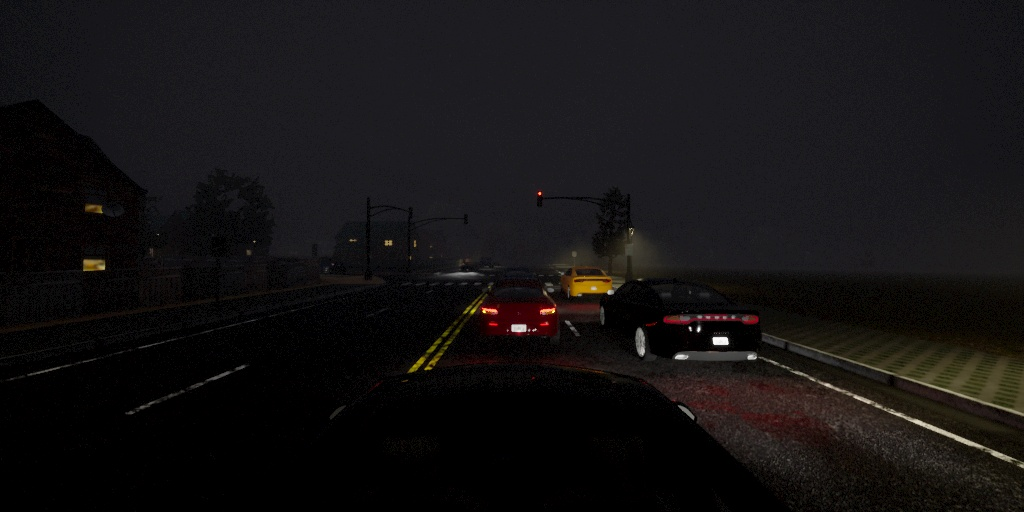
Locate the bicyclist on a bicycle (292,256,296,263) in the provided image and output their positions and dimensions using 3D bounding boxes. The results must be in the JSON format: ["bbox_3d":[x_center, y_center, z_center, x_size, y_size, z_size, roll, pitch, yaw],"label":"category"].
[{"bbox_3d":[-24.252,0.780,39.926,0.582,1.620,1.656,1,-1,15],"label":"bicyclist on a bicycle"}]

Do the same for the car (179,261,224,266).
[{"bbox_3d":[-30.849,0.875,35.666,4.718,1.301,1.895,1,-1,16],"label":"car"}]

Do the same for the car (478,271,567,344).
[{"bbox_3d":[0.162,1.280,9.465,1.812,1.442,4.674,0,0,1],"label":"car"}]

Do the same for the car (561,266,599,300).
[{"bbox_3d":[3.532,1.239,17.759,1.882,1.535,5.008,0,0,1],"label":"car"}]

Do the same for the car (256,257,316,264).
[{"bbox_3d":[-21.062,0.910,32.952,5.008,1.535,1.882,1,-1,16],"label":"car"}]

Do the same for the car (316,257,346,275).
[{"bbox_3d":[-18.821,0.870,35.364,4.553,1.767,2.097,1,-1,15],"label":"car"}]

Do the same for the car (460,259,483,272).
[{"bbox_3d":[-5.418,1.420,46.542,1.895,1.301,4.718,0,0,3],"label":"car"}]

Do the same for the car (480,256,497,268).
[{"bbox_3d":[-4.484,1.083,61.950,2.150,2.045,5.566,0,-1,5],"label":"car"}]

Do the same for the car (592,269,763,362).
[{"bbox_3d":[3.402,1.231,8.291,1.882,1.535,5.008,0,0,0],"label":"car"}]

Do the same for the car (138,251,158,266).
[{"bbox_3d":[-40.928,0.332,38.480,5.566,2.045,2.150,1,-1,16],"label":"car"}]

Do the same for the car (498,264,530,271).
[{"bbox_3d":[0.281,1.289,18.572,1.812,1.442,4.674,0,0,0],"label":"car"}]
